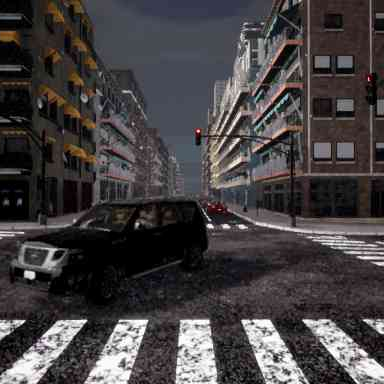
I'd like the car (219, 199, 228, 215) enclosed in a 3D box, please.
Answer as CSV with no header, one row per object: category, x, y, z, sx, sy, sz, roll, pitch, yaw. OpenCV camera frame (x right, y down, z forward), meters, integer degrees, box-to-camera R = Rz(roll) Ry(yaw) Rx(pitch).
car,2.586,1.553,33.570,1.887,1.381,4.507,1,0,0

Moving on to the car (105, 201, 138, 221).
car,-5.776,1.532,27.862,1.752,1.417,4.829,1,0,0

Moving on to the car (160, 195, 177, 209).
car,-3.250,1.365,47.582,2.097,1.767,4.553,0,0,0

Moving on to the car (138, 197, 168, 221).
car,-3.168,1.359,28.116,2.097,1.767,4.553,0,0,-1

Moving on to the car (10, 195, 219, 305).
car,-1.634,1.225,8.668,2.150,2.045,5.566,-1,-1,32

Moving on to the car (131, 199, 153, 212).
car,-5.814,1.555,39.079,1.887,1.381,4.507,1,0,0

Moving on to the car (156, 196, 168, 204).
car,-5.906,1.573,66.697,2.008,1.369,4.403,1,0,0

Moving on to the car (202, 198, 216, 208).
car,2.530,1.597,50.140,1.802,1.307,4.206,1,0,0

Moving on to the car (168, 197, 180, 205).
car,-3.230,1.621,61.425,1.895,1.301,4.718,0,0,0

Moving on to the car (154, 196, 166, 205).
car,-5.887,1.545,61.003,1.752,1.417,4.829,1,0,0

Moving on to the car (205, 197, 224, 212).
car,2.568,1.451,39.093,1.967,1.590,4.097,1,0,0

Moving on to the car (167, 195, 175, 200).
car,-5.998,1.589,94.313,2.008,1.369,4.403,1,0,0

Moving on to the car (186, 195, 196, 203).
car,-0.233,1.480,69.828,2.128,1.511,4.902,0,0,0

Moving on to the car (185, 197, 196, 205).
car,-0.199,1.620,59.851,1.895,1.301,4.718,0,0,0

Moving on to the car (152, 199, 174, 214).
car,-3.227,1.557,37.608,2.033,1.411,5.357,0,0,0

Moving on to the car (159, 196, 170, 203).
car,-5.925,1.570,72.220,1.887,1.381,4.507,1,0,0
